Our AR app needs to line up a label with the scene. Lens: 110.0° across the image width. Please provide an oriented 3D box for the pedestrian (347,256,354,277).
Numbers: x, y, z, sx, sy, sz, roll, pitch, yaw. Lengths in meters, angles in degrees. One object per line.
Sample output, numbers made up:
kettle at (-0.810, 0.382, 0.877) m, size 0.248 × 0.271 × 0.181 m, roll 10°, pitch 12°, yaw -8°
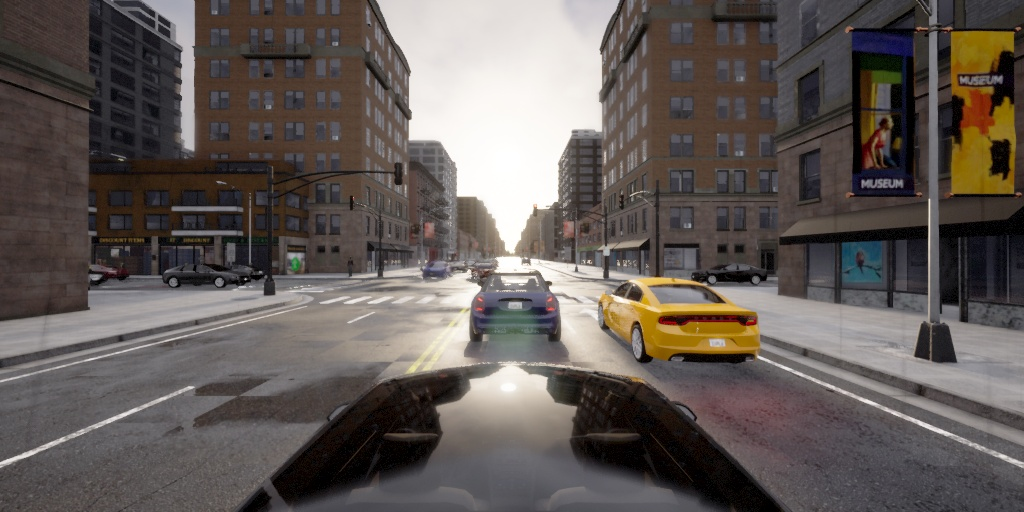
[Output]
pedestrian at (-14.188, 0.920, 31.491) m, size 0.375 × 1.860 × 0.375 m, roll 0°, pitch 0°, yaw 0°

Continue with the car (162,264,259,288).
car at (-19.617, 1.248, 23.148) m, size 4.892 × 1.490 × 1.837 m, roll 0°, pitch 0°, yaw 0°

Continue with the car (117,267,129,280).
car at (-33.189, 1.344, 28.681) m, size 4.207 × 1.307 × 1.802 m, roll 0°, pitch 0°, yaw 0°

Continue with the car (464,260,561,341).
car at (0.077, 1.102, 9.977) m, size 2.097 × 1.767 × 4.553 m, roll 0°, pitch 0°, yaw 0°

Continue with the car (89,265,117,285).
car at (-29.324, 1.233, 23.183) m, size 4.902 × 1.511 × 2.128 m, roll 0°, pitch 0°, yaw 0°

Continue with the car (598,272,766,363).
car at (3.315, 1.228, 8.176) m, size 1.882 × 1.535 × 5.008 m, roll 0°, pitch 0°, yaw 1°

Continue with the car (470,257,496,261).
car at (-3.412, 1.100, 42.384) m, size 2.097 × 1.767 × 4.553 m, roll 0°, pitch 0°, yaw 0°

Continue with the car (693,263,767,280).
car at (15.844, 1.268, 26.327) m, size 5.008 × 1.535 × 1.882 m, roll 0°, pitch 0°, yaw 1°

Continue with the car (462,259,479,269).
car at (-6.673, 1.236, 58.344) m, size 2.128 × 1.511 × 4.902 m, roll 0°, pitch 0°, yaw 0°

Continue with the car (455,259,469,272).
car at (-6.666, 1.310, 44.336) m, size 1.994 × 1.385 × 4.181 m, roll 0°, pitch 0°, yaw 0°

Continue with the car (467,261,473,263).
car at (-2.284, 1.355, 30.754) m, size 1.895 × 1.301 × 4.718 m, roll 0°, pitch 0°, yaw -17°

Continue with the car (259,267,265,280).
car at (-22.167, 1.330, 28.642) m, size 4.313 × 1.339 × 1.948 m, roll 0°, pitch 0°, yaw 0°

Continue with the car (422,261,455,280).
car at (-6.647, 1.236, 32.140) m, size 1.882 × 1.535 × 5.008 m, roll 0°, pitch 0°, yaw 0°
